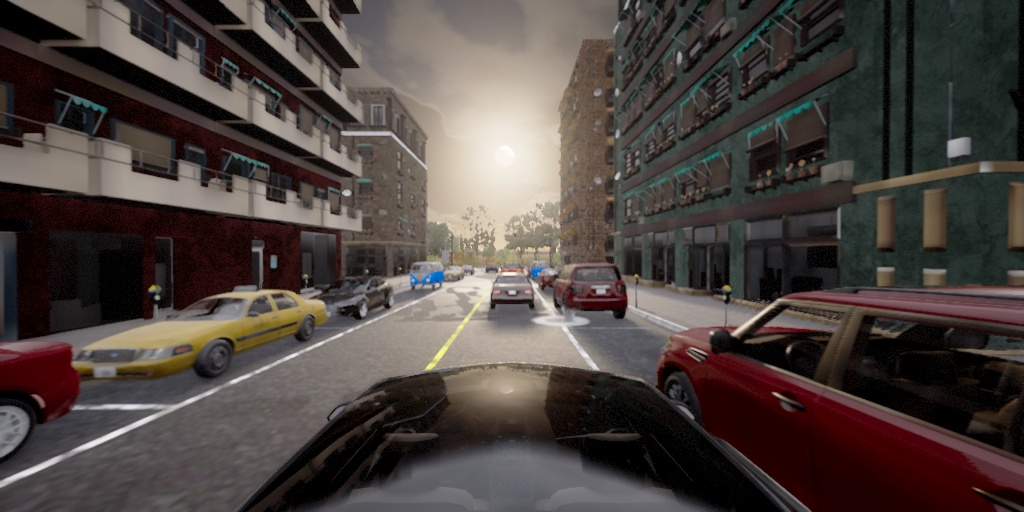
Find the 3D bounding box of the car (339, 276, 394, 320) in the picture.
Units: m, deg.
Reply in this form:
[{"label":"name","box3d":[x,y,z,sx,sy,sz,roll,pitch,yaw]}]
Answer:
[{"label":"car","box3d":[-5.682,1.422,13.117,1.948,1.339,4.313,0,0,0]}]

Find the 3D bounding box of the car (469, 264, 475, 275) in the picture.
[{"label":"car","box3d":[-5.752,1.743,46.255,1.802,1.307,4.207,0,0,0]}]

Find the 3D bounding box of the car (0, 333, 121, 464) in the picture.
[{"label":"car","box3d":[-5.691,1.298,2.069,1.888,1.381,4.507,0,0,0]}]

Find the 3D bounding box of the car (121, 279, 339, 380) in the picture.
[{"label":"car","box3d":[-5.687,1.330,7.424,1.751,1.417,4.829,0,0,0]}]

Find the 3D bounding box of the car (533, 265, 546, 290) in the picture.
[{"label":"car","box3d":[2.708,1.505,24.207,1.888,1.381,4.507,0,0,0]}]

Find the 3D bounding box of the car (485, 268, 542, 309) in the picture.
[{"label":"car","box3d":[0.013,1.429,15.835,2.033,1.411,5.357,0,-1,0]}]

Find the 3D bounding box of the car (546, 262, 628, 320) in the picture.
[{"label":"car","box3d":[2.699,1.172,13.159,2.192,1.841,5.009,0,0,0]}]

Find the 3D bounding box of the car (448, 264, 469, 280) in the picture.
[{"label":"car","box3d":[-5.664,1.586,35.044,1.751,1.417,4.829,0,0,0]}]

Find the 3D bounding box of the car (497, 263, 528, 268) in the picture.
[{"label":"car","box3d":[0.027,1.371,30.921,2.097,1.767,4.553,0,-1,0]}]

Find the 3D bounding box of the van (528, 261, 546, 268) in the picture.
[{"label":"van","box3d":[2.717,1.402,35.255,1.690,1.789,3.998,0,0,0]}]

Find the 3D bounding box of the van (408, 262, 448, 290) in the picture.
[{"label":"van","box3d":[-5.673,1.300,24.166,1.690,1.789,3.998,0,0,0]}]

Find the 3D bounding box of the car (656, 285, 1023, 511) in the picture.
[{"label":"car","box3d":[2.690,1.068,2.111,2.192,1.841,5.009,0,0,0]}]

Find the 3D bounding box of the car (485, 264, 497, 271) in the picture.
[{"label":"car","box3d":[-2.958,1.827,53.482,1.895,1.301,4.718,0,-1,0]}]
